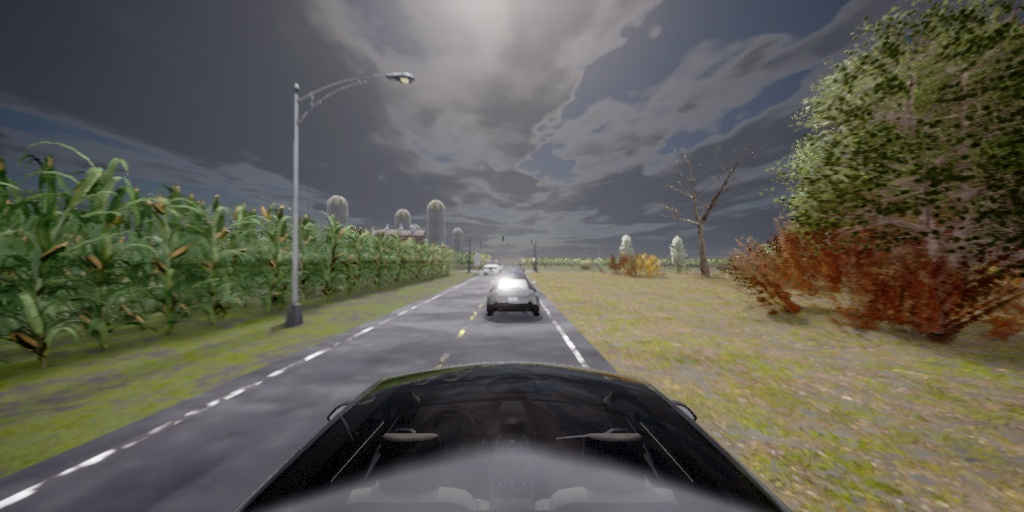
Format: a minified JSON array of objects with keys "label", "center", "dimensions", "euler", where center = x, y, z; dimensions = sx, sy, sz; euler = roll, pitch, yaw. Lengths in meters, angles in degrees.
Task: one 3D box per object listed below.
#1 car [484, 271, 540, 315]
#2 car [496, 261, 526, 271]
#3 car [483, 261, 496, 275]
[{"label":"car","center":[0.048,1.484,14.404],"dimensions":[1.994,1.385,4.181],"euler":[0,-1,0]},{"label":"car","center":[0.044,1.472,29.142],"dimensions":[2.097,1.767,4.553],"euler":[0,-1,1]},{"label":"car","center":[-2.785,1.640,50.166],"dimensions":[2.150,2.045,5.566],"euler":[0,-1,1]}]
